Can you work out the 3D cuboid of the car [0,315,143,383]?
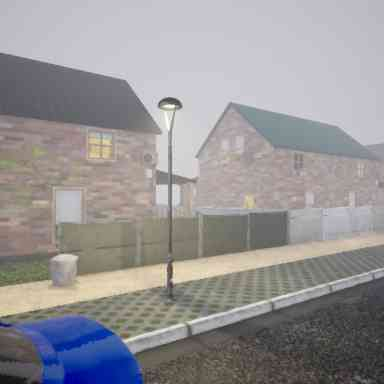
[{"bbox_3d":[-2.563,1.477,1.237,5.008,1.535,1.882,0,0,-36],"label":"car"}]
